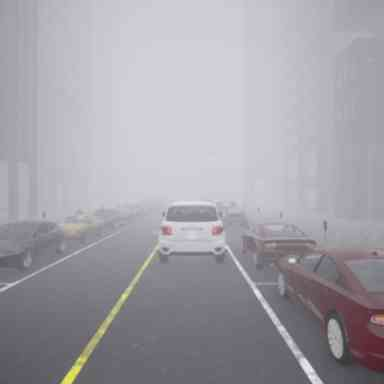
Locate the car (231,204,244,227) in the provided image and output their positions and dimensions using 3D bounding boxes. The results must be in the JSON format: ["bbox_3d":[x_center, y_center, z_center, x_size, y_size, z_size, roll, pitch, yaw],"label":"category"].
[{"bbox_3d":[2.765,1.762,22.678,2.008,1.369,4.403,0,-1,0],"label":"car"}]

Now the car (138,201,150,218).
[{"bbox_3d":[-5.759,1.886,33.935,1.947,1.339,4.313,0,-1,0],"label":"car"}]

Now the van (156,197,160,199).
[{"bbox_3d":[-5.758,1.774,45.210,1.690,1.788,3.998,0,-1,0],"label":"van"}]

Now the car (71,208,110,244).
[{"bbox_3d":[-5.761,1.682,16.856,1.752,1.417,4.829,0,-1,0],"label":"car"}]

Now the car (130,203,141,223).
[{"bbox_3d":[-5.760,1.847,28.299,1.802,1.307,4.206,0,-1,0],"label":"car"}]

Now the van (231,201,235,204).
[{"bbox_3d":[2.765,1.606,28.316,1.690,1.788,3.998,0,-1,0],"label":"van"}]

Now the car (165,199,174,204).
[{"bbox_3d":[-5.753,2.390,84.662,1.887,1.381,4.507,0,-1,0],"label":"car"}]

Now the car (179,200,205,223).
[{"bbox_3d":[0.028,1.617,28.451,2.097,1.767,4.553,0,-1,1],"label":"car"}]

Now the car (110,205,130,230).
[{"bbox_3d":[-5.760,1.777,22.662,1.947,1.339,4.313,0,-1,0],"label":"car"}]

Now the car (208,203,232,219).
[{"bbox_3d":[2.766,1.871,33.951,2.008,1.369,4.403,0,-1,0],"label":"car"}]

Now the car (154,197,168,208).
[{"bbox_3d":[-5.756,1.920,62.119,2.192,1.841,5.009,0,-1,0],"label":"car"}]

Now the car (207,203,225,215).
[{"bbox_3d":[2.766,1.958,39.586,1.802,1.307,4.206,0,-1,0],"label":"car"}]

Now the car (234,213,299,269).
[{"bbox_3d":[2.763,1.650,11.407,1.887,1.381,4.507,0,-1,0],"label":"car"}]

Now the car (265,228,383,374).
[{"bbox_3d":[2.763,1.598,5.771,1.887,1.381,4.507,0,-1,0],"label":"car"}]

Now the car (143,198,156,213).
[{"bbox_3d":[-5.759,1.816,39.573,1.967,1.590,4.097,0,-1,0],"label":"car"}]

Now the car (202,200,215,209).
[{"bbox_3d":[2.768,2.092,56.494,1.887,1.381,4.507,0,-1,0],"label":"car"}]

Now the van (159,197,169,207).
[{"bbox_3d":[-5.756,2.005,67.754,1.690,1.788,3.998,0,-1,0],"label":"van"}]

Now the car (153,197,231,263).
[{"bbox_3d":[0.013,1.341,12.603,2.150,2.045,5.566,0,0,0],"label":"car"}]

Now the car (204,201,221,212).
[{"bbox_3d":[2.767,1.983,45.223,2.008,1.369,4.403,0,-1,0],"label":"car"}]

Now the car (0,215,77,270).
[{"bbox_3d":[-5.762,1.671,11.390,1.947,1.339,4.313,0,-1,0],"label":"car"}]
